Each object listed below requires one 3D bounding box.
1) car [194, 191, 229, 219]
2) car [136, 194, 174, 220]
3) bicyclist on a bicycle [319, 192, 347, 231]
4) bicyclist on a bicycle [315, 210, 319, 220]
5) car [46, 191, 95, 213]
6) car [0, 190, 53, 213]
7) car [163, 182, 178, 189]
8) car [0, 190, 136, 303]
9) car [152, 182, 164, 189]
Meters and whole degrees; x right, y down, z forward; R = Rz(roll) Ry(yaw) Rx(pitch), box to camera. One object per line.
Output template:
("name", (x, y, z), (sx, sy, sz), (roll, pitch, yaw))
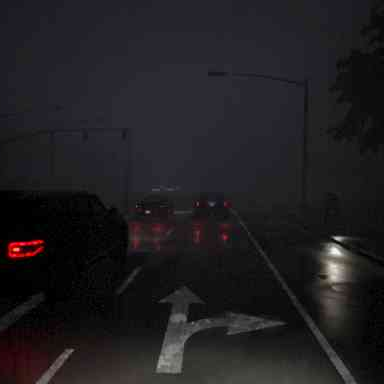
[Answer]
("car", (1.276, 0.701, 21.643), (2.097, 1.767, 4.553), (1, 2, 3))
("car", (-2.273, 0.868, 20.800), (1.812, 1.442, 4.674), (1, 2, 5))
("bicyclist on a bicycle", (6.376, 0.898, 15.040), (0.582, 1.620, 1.656), (1, 2, 9))
("bicyclist on a bicycle", (7.667, 0.811, 18.331), (1.656, 1.620, 0.582), (1, 2, 11))
("car", (-9.117, 0.708, 25.279), (1.994, 1.385, 4.181), (1, 2, 3))
("car", (-12.611, 0.673, 25.488), (1.812, 1.442, 4.674), (1, 2, 3))
("car", (-5.511, -1.441, 85.256), (1.994, 1.385, 4.181), (1, 3, 3))
("car", (-3.163, 0.955, 7.732), (2.150, 2.045, 5.566), (1, 2, 5))
("car", (-9.007, -1.505, 85.420), (2.128, 1.511, 4.902), (1, 3, 3))
